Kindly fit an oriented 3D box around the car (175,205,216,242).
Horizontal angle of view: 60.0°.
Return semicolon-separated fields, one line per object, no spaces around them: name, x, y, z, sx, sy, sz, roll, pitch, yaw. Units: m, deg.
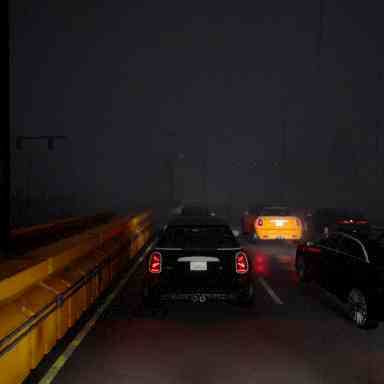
car;0.158;1.505;17.288;1.837;1.490;4.892;0;0;0

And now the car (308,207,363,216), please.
car;7.157;1.505;16.852;1.837;1.490;4.892;0;0;0

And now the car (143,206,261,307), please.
car;0.125;1.352;8.112;2.097;1.767;4.553;0;0;0

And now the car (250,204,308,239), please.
car;3.655;1.352;15.983;2.097;1.767;4.553;0;0;0

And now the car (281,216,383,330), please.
car;3.621;1.492;6.872;2.128;1.511;4.902;0;0;0
